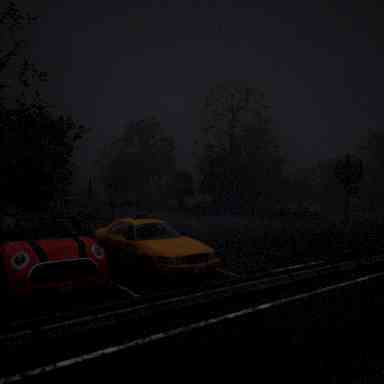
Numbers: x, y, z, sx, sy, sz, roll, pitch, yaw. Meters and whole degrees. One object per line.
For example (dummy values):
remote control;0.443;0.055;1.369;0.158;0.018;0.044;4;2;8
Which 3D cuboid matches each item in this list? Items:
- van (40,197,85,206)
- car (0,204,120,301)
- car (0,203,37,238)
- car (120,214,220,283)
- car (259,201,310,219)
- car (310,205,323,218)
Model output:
van;-8.065;1.266;20.485;1.878;1.987;4.442;0;0;-36
car;-3.864;1.348;8.569;2.185;1.767;4.553;0;0;-36
car;-10.508;1.475;19.094;1.946;1.575;5.366;0;0;-36
car;-1.372;1.484;10.102;1.946;1.575;5.366;0;0;-36
car;8.743;1.845;32.721;2.002;1.452;4.674;2;-1;-36
car;11.290;1.747;34.615;2.185;1.767;4.553;1;-1;-36
